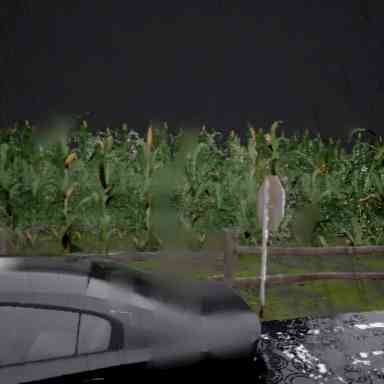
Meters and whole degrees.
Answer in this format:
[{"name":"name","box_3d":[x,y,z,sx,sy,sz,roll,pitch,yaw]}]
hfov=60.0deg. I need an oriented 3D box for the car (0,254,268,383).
[{"name":"car","box_3d":[-1.866,1.321,2.704,5.008,1.535,1.882,1,2,-15]}]
